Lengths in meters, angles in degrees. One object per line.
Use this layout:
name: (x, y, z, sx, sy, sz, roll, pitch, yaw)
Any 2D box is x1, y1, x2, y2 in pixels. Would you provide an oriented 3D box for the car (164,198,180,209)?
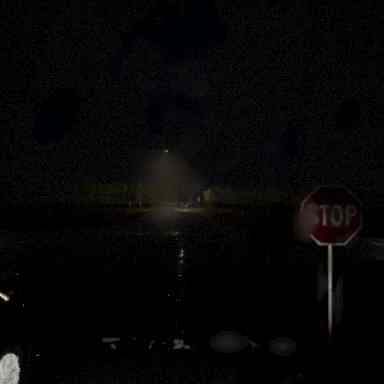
car: (-2.806, 1.602, 47.282, 1.837, 1.490, 4.892, 0, 0, 0)

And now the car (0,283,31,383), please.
car: (-2.754, 1.524, 1.922, 1.837, 1.490, 4.892, 0, 0, 0)
